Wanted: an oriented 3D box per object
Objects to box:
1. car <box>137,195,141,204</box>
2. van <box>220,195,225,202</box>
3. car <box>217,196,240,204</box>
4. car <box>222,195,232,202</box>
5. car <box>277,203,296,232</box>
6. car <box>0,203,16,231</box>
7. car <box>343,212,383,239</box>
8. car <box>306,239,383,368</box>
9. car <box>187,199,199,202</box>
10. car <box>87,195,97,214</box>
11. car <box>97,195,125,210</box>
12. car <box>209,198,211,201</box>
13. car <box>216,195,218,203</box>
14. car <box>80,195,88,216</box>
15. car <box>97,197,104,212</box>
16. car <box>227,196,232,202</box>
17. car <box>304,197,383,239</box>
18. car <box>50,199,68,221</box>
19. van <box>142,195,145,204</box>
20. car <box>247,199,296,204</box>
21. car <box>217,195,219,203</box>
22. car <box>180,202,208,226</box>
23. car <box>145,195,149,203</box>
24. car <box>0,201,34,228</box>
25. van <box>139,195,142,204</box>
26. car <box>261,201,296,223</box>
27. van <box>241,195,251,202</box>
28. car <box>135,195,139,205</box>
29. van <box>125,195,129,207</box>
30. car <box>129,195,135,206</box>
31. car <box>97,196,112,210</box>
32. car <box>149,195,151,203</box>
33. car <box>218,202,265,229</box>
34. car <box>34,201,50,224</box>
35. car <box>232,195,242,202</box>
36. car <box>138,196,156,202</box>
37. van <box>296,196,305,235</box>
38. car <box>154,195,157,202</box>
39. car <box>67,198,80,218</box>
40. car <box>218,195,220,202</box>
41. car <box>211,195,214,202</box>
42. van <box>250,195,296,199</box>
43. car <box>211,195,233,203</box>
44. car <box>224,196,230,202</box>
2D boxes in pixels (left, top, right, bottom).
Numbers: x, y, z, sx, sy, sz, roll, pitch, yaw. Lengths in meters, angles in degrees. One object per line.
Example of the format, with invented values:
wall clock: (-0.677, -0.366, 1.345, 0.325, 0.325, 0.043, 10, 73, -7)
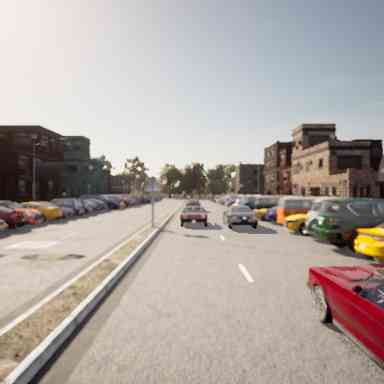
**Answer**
car: (-12.459, 1.790, 61.379, 4.674, 1.452, 2.002, 0, -1, 0)
van: (7.602, 1.499, 56.983, 4.442, 1.987, 1.878, 0, 0, 0)
car: (7.707, 1.718, 70.890, 4.553, 1.767, 2.185, 0, -1, 0)
car: (7.897, 1.683, 51.590, 5.366, 1.575, 1.946, 0, 0, 0)
car: (7.672, 1.538, 18.505, 5.008, 1.535, 2.097, 0, 0, 0)
car: (-12.372, 1.503, 17.041, 5.366, 1.575, 1.946, 0, 0, 0)
car: (7.650, 1.515, 10.106, 5.008, 1.535, 2.097, 0, 0, 0)
car: (3.100, 1.617, 4.239, 1.895, 1.301, 4.718, 0, 0, 0)
car: (0.159, 1.650, 41.402, 1.837, 1.490, 4.892, 0, 0, 0)
car: (-12.490, 1.441, 33.716, 4.553, 1.767, 2.185, 0, 0, 0)
car: (-12.469, 1.375, 44.834, 5.566, 2.045, 2.435, 0, 0, 0)
car: (7.572, 1.984, 84.675, 5.366, 1.575, 1.946, 0, -1, 0)
car: (7.724, 1.794, 65.375, 4.892, 1.521, 2.231, 0, -1, 0)
car: (-12.496, 1.428, 30.936, 4.553, 1.767, 2.185, 0, 0, 0)
car: (-12.513, 1.619, 36.495, 4.674, 1.452, 2.002, 0, 0, 0)
car: (7.734, 1.680, 46.076, 4.792, 1.488, 2.163, 0, 0, 0)
car: (7.688, 1.272, 12.990, 5.566, 2.045, 2.435, 0, 0, 0)
car: (-12.535, 1.533, 25.381, 5.008, 1.535, 2.097, 0, 0, 0)
van: (-12.333, 1.576, 67.063, 4.442, 1.987, 1.878, 0, -1, 0)
car: (7.493, 1.559, 26.777, 5.366, 1.575, 1.946, 0, 0, 0)
car: (7.721, 1.771, 62.618, 4.892, 1.521, 2.231, 0, 0, 0)
car: (0.134, 1.676, 24.249, 1.895, 1.301, 4.718, 0, 0, 0)
car: (-12.472, 1.578, 69.844, 5.566, 2.045, 2.435, 0, -1, 0)
car: (-12.546, 1.514, 19.821, 5.008, 1.535, 2.097, 0, 0, 0)
van: (-12.572, 1.551, 64.286, 4.442, 1.987, 1.878, 0, -1, 0)
car: (7.672, 1.593, 24.019, 4.674, 1.452, 2.002, 0, 0, 0)
van: (7.806, 1.368, 35.049, 4.442, 1.987, 1.878, 0, 0, 0)
car: (-12.437, 1.757, 58.725, 4.792, 1.488, 2.163, 0, 0, 0)
van: (-12.369, 1.438, 50.391, 4.442, 1.987, 1.878, 0, 0, 0)
car: (-12.451, 1.432, 53.168, 5.566, 2.045, 2.435, 0, 0, 0)
car: (-12.503, 1.595, 39.274, 4.892, 1.521, 2.231, 0, 0, 0)
car: (-12.428, 1.926, 75.334, 4.674, 1.452, 2.002, 0, -1, 0)
car: (3.132, 1.616, 22.328, 2.033, 1.411, 5.357, 0, 0, 0)
car: (-12.576, 1.398, 22.600, 4.553, 1.767, 2.185, 0, 0, 0)
car: (7.721, 1.355, 37.807, 5.566, 2.045, 2.435, 0, 0, 0)
car: (-12.426, 1.952, 92.074, 4.553, 1.767, 2.185, 0, -1, 0)
van: (7.546, 1.305, 15.748, 4.442, 1.987, 1.878, 0, 0, 0)
car: (-12.443, 1.729, 83.740, 5.566, 2.045, 2.435, 0, -1, 0)
car: (-12.539, 1.544, 28.158, 4.892, 1.521, 2.231, 0, 0, 0)
car: (7.717, 1.748, 59.862, 4.892, 1.521, 2.231, 0, 0, 0)
car: (7.755, 1.927, 79.160, 5.008, 1.535, 2.097, 0, -1, 0)
van: (7.799, 1.345, 29.536, 4.442, 1.987, 1.878, 0, 0, 0)
car: (7.789, 1.766, 87.435, 5.566, 2.045, 2.435, 0, -1, 0)
car: (7.702, 1.669, 48.834, 4.892, 1.521, 2.231, 0, 0, 0)
